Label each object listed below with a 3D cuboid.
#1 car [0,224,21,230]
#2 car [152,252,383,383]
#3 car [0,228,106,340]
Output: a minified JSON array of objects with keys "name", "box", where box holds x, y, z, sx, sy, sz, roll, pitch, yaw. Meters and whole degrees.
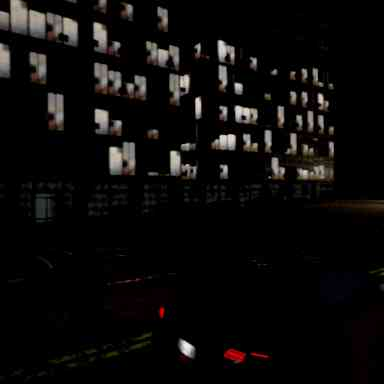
[{"name":"car","box":[-5.689,1.505,7.612,4.892,1.490,1.837,0,0,-36]},{"name":"car","box":[1.575,1.566,4.562,4.181,1.385,1.994,0,0,-35]},{"name":"car","box":[-3.790,1.505,4.975,4.892,1.490,1.837,0,0,-35]}]
